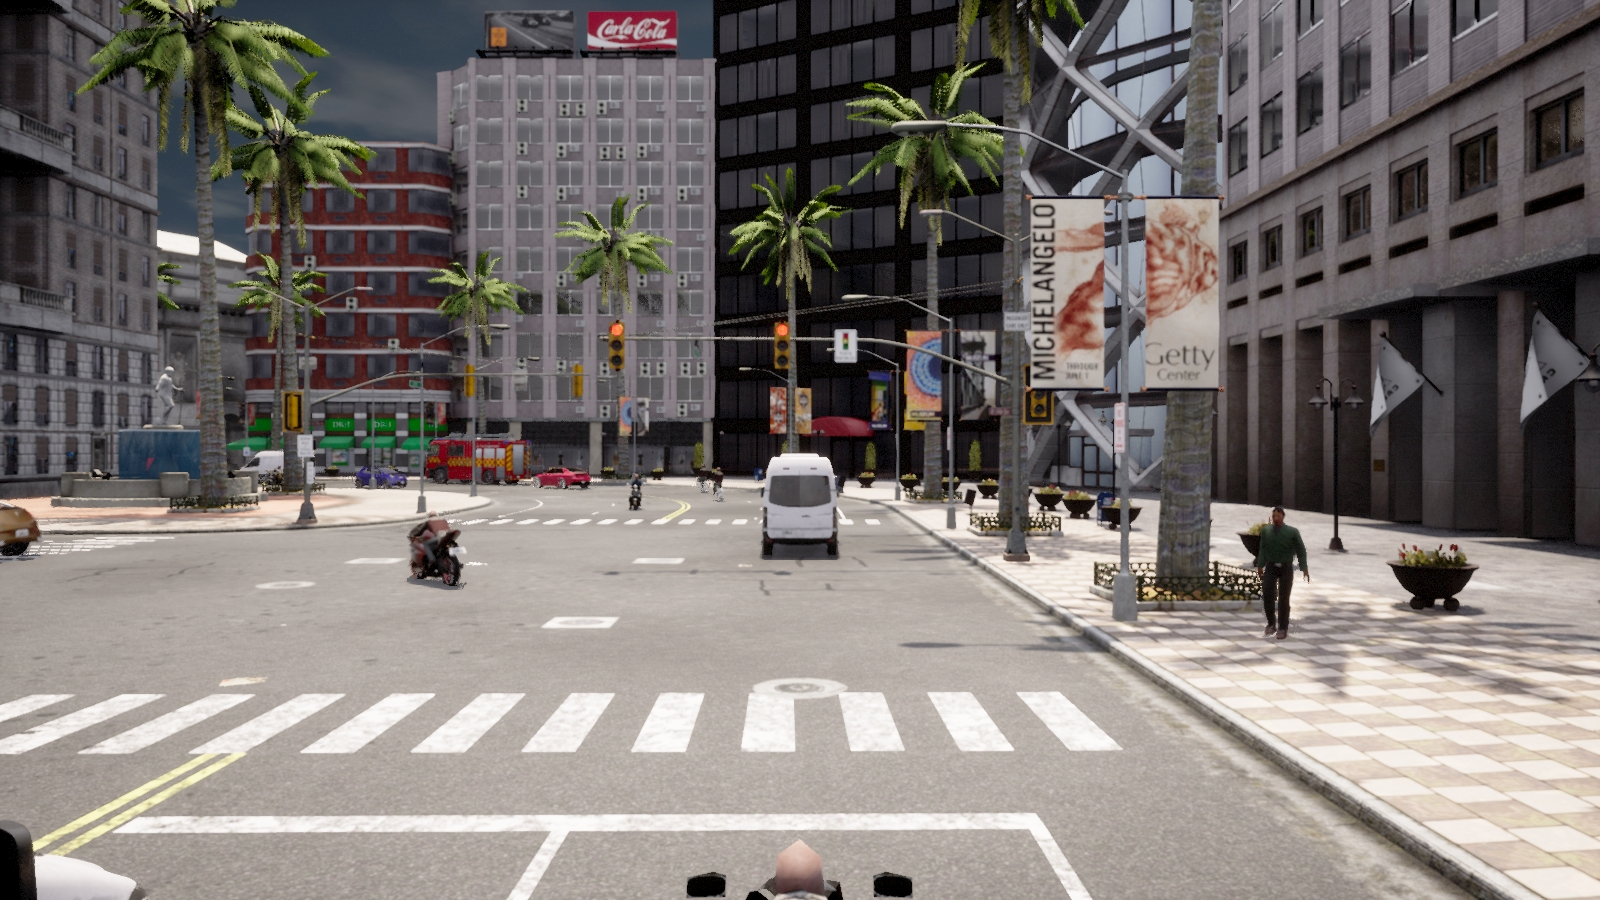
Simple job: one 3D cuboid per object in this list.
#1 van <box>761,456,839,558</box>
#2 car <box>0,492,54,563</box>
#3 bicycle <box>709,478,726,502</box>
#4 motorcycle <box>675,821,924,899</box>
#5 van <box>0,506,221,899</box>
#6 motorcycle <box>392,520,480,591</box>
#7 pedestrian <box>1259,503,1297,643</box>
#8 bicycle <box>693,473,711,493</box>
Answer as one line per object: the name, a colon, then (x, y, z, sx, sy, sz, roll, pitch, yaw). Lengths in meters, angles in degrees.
van: (-0.004, 1.470, 32.029, 1.988, 2.561, 5.915, 0, 0, 0)
car: (-21.981, 1.934, 28.794, 5.027, 1.651, 2.152, 0, 0, 4)
bicycle: (-4.346, 2.093, 60.042, 0.329, 1.171, 1.835, 0, 0, -23)
motorcycle: (-0.001, 2.195, 3.717, 0.867, 1.251, 2.209, 0, 0, 0)
van: (-3.507, 1.528, 1.997, 1.988, 2.561, 5.915, 0, 0, 0)
motorcycle: (-7.569, 2.157, 23.709, 0.867, 1.251, 2.209, -2, 1, -42)
pedestrian: (6.538, 1.663, 15.619, 0.375, 1.860, 0.375, 0, 0, 41)
bicycle: (-6.122, 2.072, 71.108, 0.329, 1.171, 1.835, -1, 1, -32)
